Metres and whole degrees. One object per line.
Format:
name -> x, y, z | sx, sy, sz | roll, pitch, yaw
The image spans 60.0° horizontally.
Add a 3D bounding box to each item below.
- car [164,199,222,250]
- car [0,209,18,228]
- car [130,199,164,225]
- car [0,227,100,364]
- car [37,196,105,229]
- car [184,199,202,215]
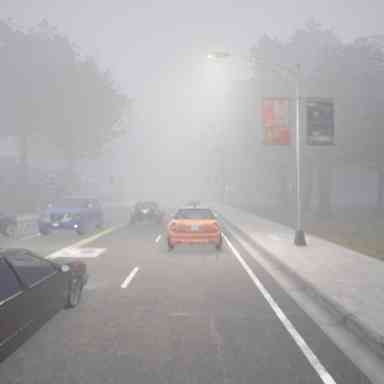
car -> 0.101, 1.358, 14.482 | 2.097, 1.767, 4.553 | 0, 0, 0
car -> -9.835, 1.498, 15.056 | 2.128, 1.511, 4.902 | 0, 0, 0
car -> -3.148, 1.372, 24.450 | 2.097, 1.767, 4.553 | 0, 0, 0
car -> -3.148, 1.547, 4.786 | 2.033, 1.411, 5.357 | 0, 0, 0
car -> -6.572, 1.233, 18.820 | 2.150, 2.045, 5.566 | 0, 0, 0
car -> 0.104, 1.547, 34.834 | 1.837, 1.490, 4.892 | 0, 0, 0
